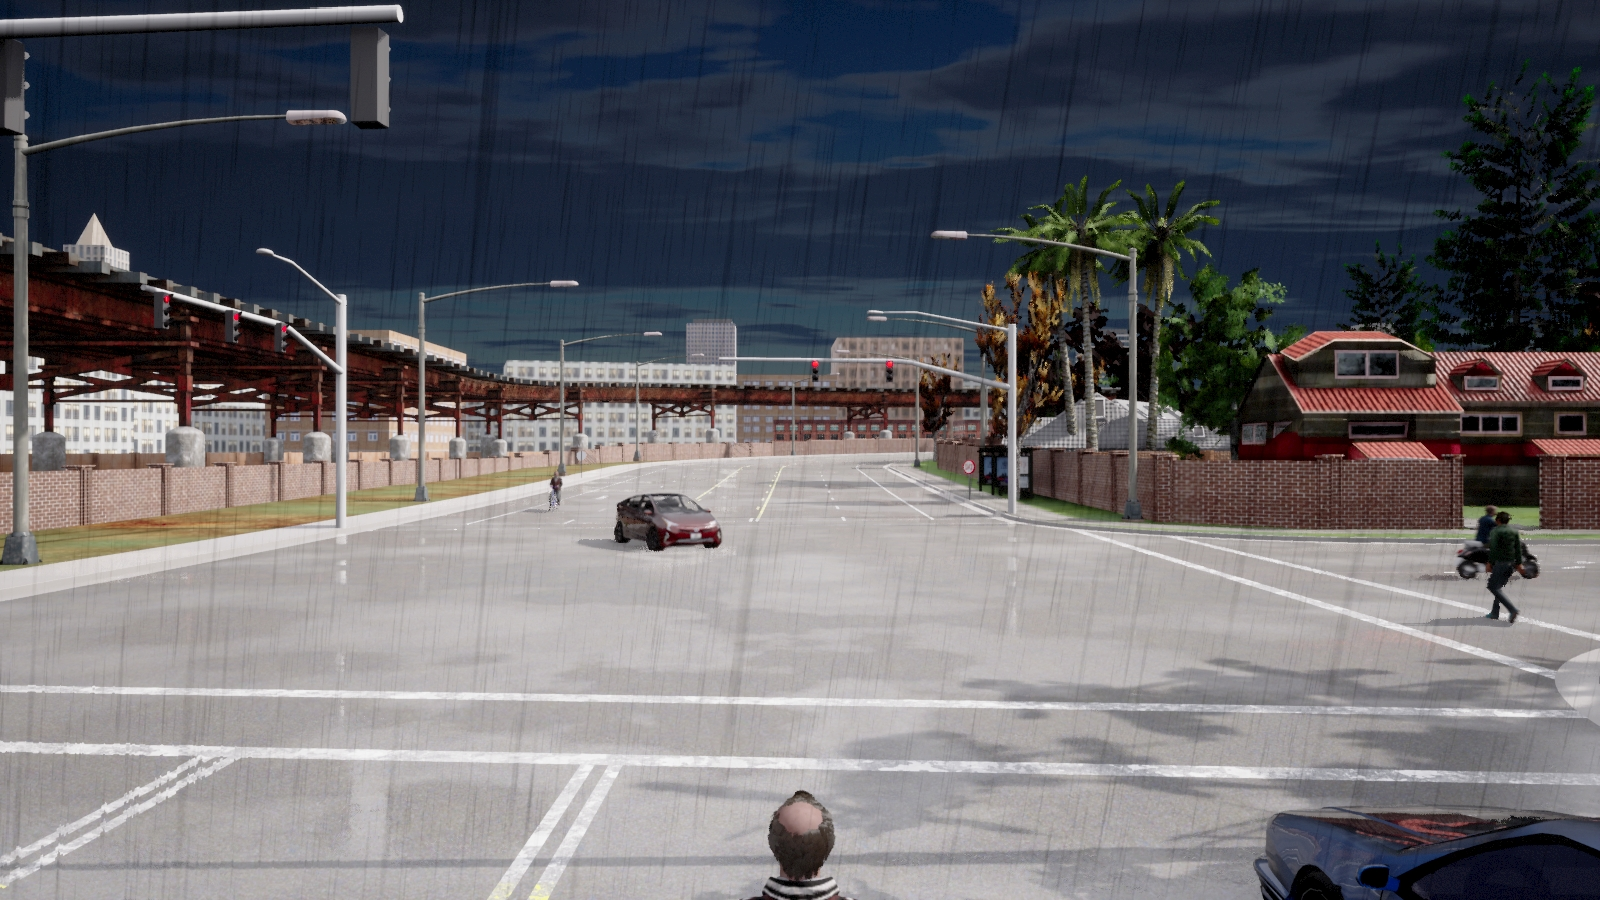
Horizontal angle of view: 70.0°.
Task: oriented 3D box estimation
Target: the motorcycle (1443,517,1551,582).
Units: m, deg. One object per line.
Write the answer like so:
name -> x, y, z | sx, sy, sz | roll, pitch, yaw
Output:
motorcycle -> 15.088, 2.140, 24.778 | 1.805, 1.341, 0.856 | 0, -1, 2

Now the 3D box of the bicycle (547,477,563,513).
bicycle -> -10.519, 1.933, 49.103 | 0.329, 1.496, 1.835 | 0, -1, 0

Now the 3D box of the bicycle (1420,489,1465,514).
bicycle -> 28.335, 2.256, 50.406 | 1.487, 1.080, 0.859 | 0, 0, -1

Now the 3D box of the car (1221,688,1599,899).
car -> 3.467, 2.106, 4.038 | 2.033, 1.411, 5.357 | 0, 0, 1

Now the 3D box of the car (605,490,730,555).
car -> -3.903, 2.018, 32.925 | 2.007, 1.525, 4.514 | 0, 0, -29

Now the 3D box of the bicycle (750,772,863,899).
bicycle -> 0.019, 2.048, 3.681 | 0.329, 1.496, 1.835 | 0, 0, 0

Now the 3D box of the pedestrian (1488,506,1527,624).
pedestrian -> 11.403, 1.848, 18.420 | 0.375, 1.860, 0.375 | 0, 0, -13
